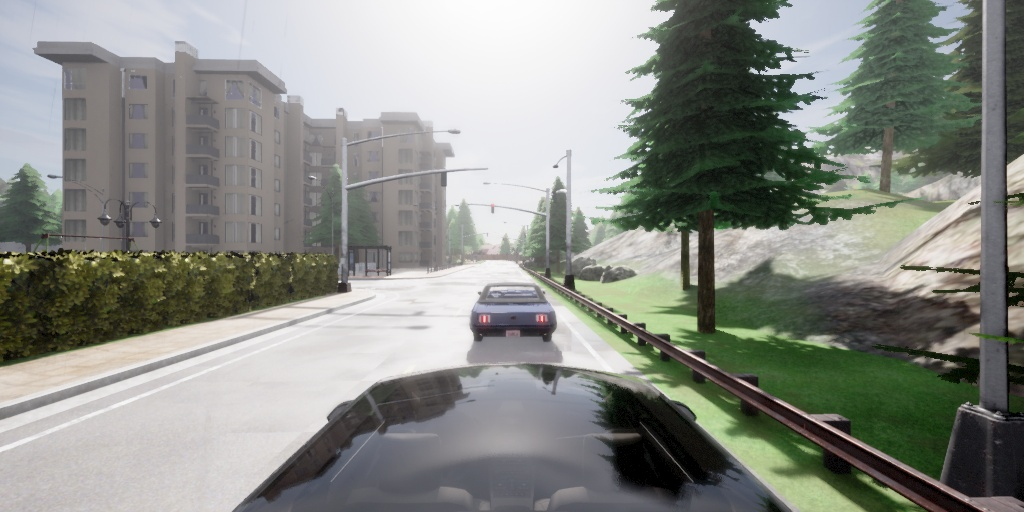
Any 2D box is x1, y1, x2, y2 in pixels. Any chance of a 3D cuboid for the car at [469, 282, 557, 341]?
[{"bbox_3d":[-0.004,1.351,9.782,1.895,1.301,4.718,0,0,-1],"label":"car"}]
